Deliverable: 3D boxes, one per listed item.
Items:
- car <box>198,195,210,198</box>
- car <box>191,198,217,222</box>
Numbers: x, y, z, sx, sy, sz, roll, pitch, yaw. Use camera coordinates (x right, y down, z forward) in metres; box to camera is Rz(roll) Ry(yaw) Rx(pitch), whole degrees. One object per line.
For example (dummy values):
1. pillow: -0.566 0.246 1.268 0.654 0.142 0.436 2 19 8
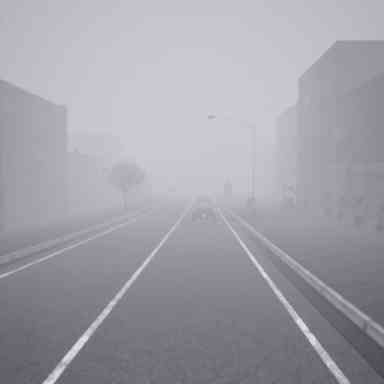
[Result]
1. car: 1.482 1.149 41.680 1.882 1.535 5.008 0 1 2
2. car: 0.905 1.435 25.209 1.812 1.442 4.674 0 1 2
